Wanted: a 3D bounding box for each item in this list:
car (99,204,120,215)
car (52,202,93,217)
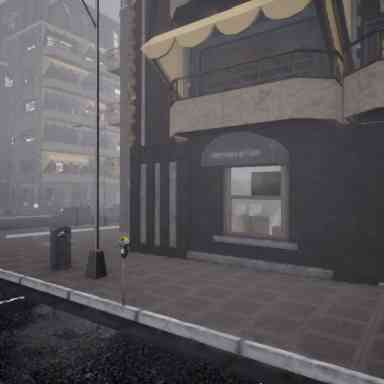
[{"bbox_3d":[-9.403,2.063,39.864,1.802,1.307,4.206,-1,-1,35],"label":"car"},{"bbox_3d":[-12.685,1.821,35.240,1.967,1.590,4.097,-1,-1,35],"label":"car"}]
